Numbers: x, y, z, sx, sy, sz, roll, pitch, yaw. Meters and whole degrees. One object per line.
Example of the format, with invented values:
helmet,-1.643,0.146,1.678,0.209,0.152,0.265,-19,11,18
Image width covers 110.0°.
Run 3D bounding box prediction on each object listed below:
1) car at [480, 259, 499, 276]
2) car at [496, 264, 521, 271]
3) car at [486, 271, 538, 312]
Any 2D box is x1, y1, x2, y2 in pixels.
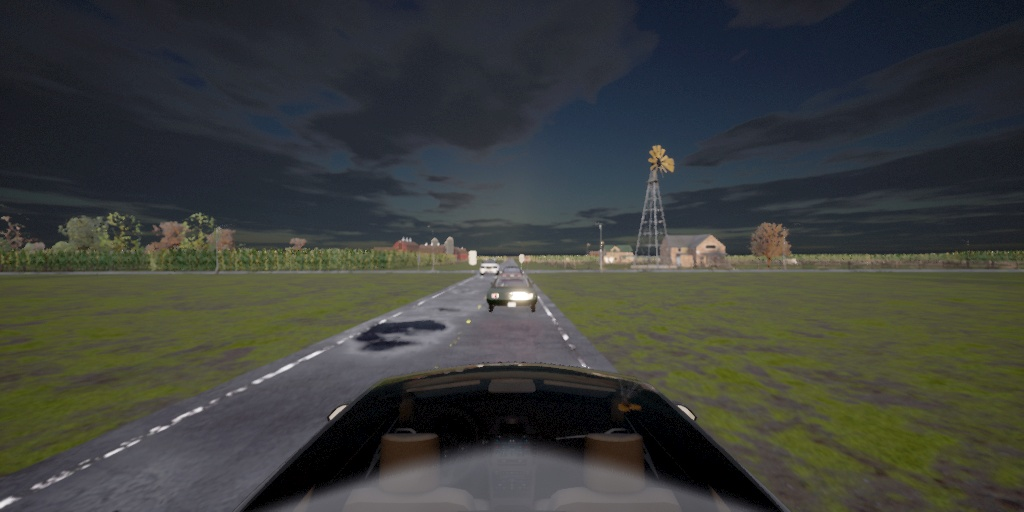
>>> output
car,-2.768,1.394,45.343,2.150,2.045,5.566,0,-1,0
car,0.002,1.567,29.341,2.033,1.411,5.357,0,-1,0
car,0.013,1.484,15.080,1.895,1.301,4.718,0,-1,0
